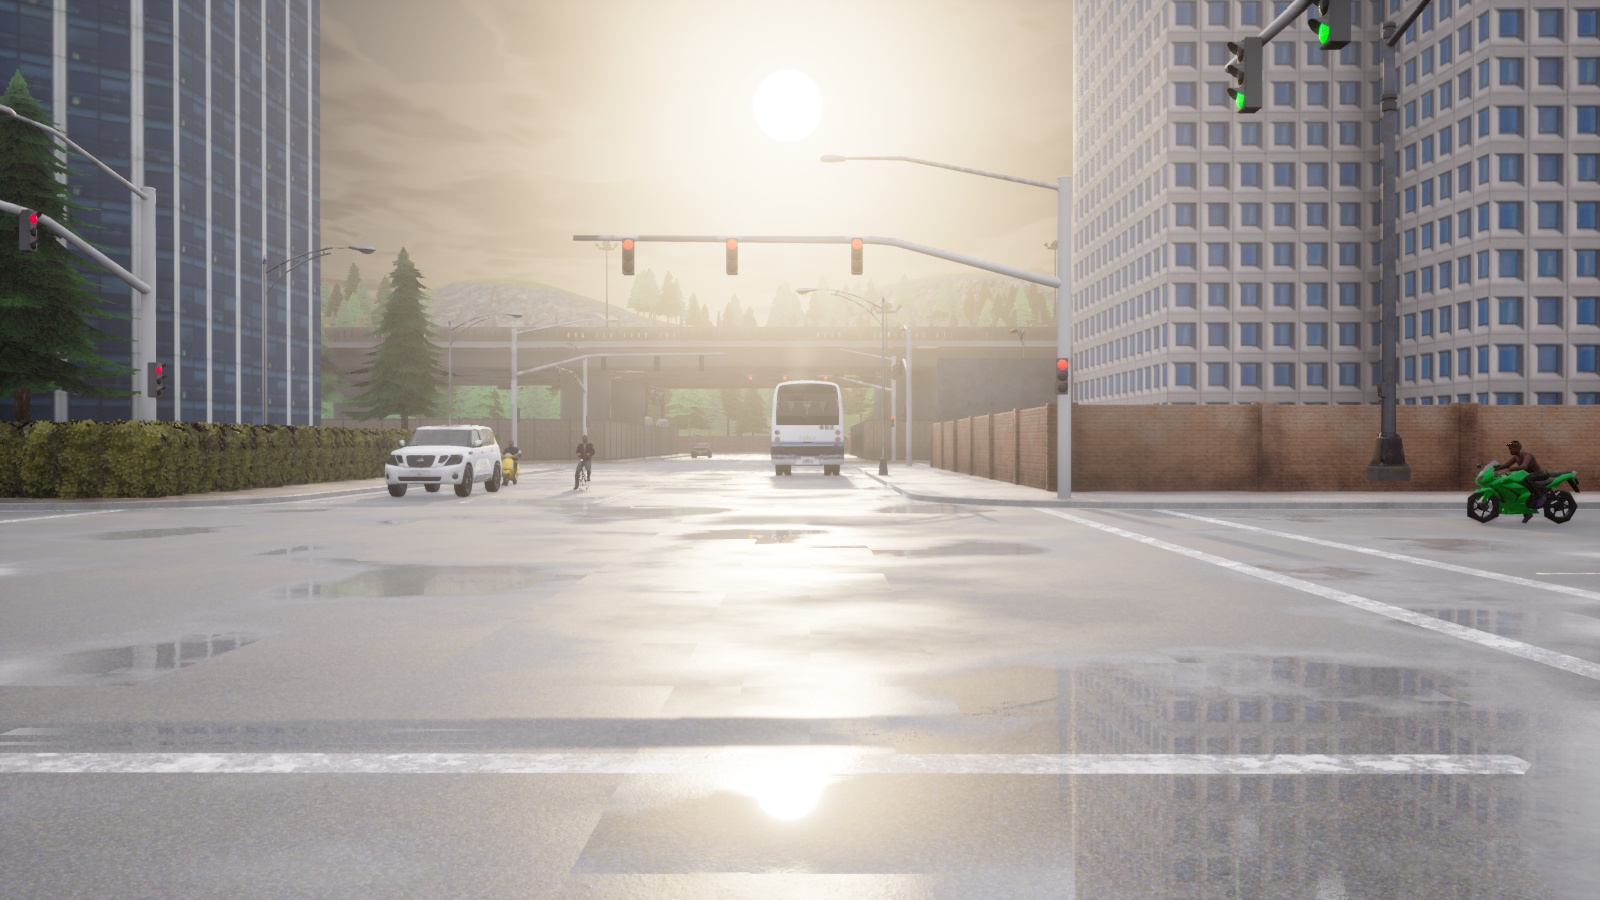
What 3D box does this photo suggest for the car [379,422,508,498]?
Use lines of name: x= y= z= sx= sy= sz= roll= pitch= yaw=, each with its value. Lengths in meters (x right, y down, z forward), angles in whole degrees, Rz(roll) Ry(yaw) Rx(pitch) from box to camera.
car: x=-10.274 y=0.250 z=36.693 sx=2.150 sy=2.045 sz=5.566 roll=0 pitch=0 yaw=0

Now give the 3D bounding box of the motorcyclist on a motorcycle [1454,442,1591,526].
motorcyclist on a motorcycle: x=13.195 y=0.610 z=22.974 sx=2.044 sy=1.523 sz=0.797 roll=0 pitch=0 yaw=1

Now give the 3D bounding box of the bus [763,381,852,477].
bus: x=0.368 y=-0.972 z=60.677 sx=3.944 sy=4.253 sz=10.273 roll=0 pitch=0 yaw=0

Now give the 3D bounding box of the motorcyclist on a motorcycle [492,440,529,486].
motorcyclist on a motorcycle: x=-10.227 y=0.441 z=44.414 sx=0.866 sy=1.590 sz=1.817 roll=0 pitch=0 yaw=0
